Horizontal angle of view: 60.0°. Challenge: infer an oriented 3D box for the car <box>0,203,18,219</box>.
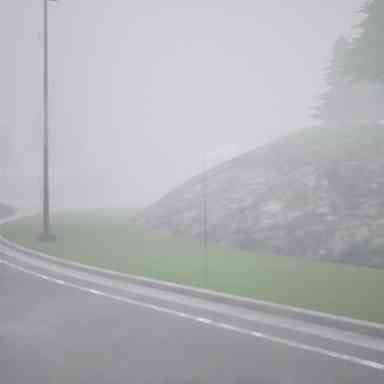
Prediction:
[{"bbox_3d":[-18.249,1.725,31.375,2.033,1.411,5.357,0,0,-8],"label":"car"}]
